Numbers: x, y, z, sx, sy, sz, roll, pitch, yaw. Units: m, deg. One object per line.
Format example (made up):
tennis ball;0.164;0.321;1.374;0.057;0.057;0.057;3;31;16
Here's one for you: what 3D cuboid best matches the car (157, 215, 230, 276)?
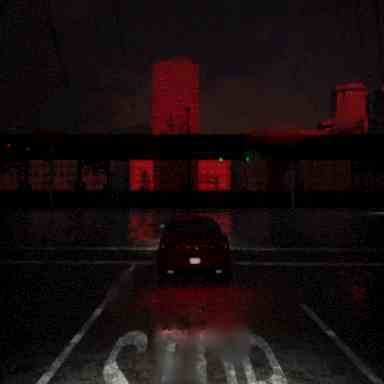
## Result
car;-0.002;1.458;10.356;1.882;1.535;5.008;0;0;-2
